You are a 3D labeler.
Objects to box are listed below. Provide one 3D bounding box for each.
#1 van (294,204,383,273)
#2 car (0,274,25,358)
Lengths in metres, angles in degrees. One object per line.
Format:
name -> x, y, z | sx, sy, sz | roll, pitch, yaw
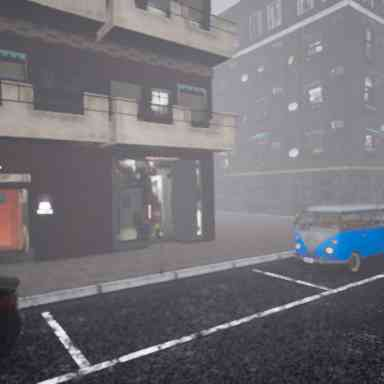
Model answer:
van -> 4.780, 1.265, 10.023 | 3.998, 1.788, 1.690 | -1, -1, -36
car -> -4.193, 1.578, 3.580 | 4.313, 1.339, 1.947 | -1, -1, -36
